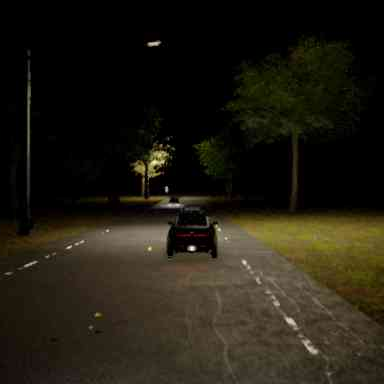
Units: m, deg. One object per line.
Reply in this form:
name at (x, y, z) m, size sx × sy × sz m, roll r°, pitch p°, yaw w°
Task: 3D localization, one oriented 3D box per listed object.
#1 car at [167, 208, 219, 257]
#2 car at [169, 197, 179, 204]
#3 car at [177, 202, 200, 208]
car at (0.023, 1.627, 13.525) m, size 1.837 × 1.490 × 4.892 m, roll 0°, pitch 0°, yaw 1°
car at (-3.508, 1.647, 65.662) m, size 1.895 × 1.301 × 4.718 m, roll 0°, pitch 1°, yaw 0°
car at (0.009, 1.786, 27.502) m, size 2.033 × 1.411 × 5.357 m, roll 0°, pitch 0°, yaw 0°
